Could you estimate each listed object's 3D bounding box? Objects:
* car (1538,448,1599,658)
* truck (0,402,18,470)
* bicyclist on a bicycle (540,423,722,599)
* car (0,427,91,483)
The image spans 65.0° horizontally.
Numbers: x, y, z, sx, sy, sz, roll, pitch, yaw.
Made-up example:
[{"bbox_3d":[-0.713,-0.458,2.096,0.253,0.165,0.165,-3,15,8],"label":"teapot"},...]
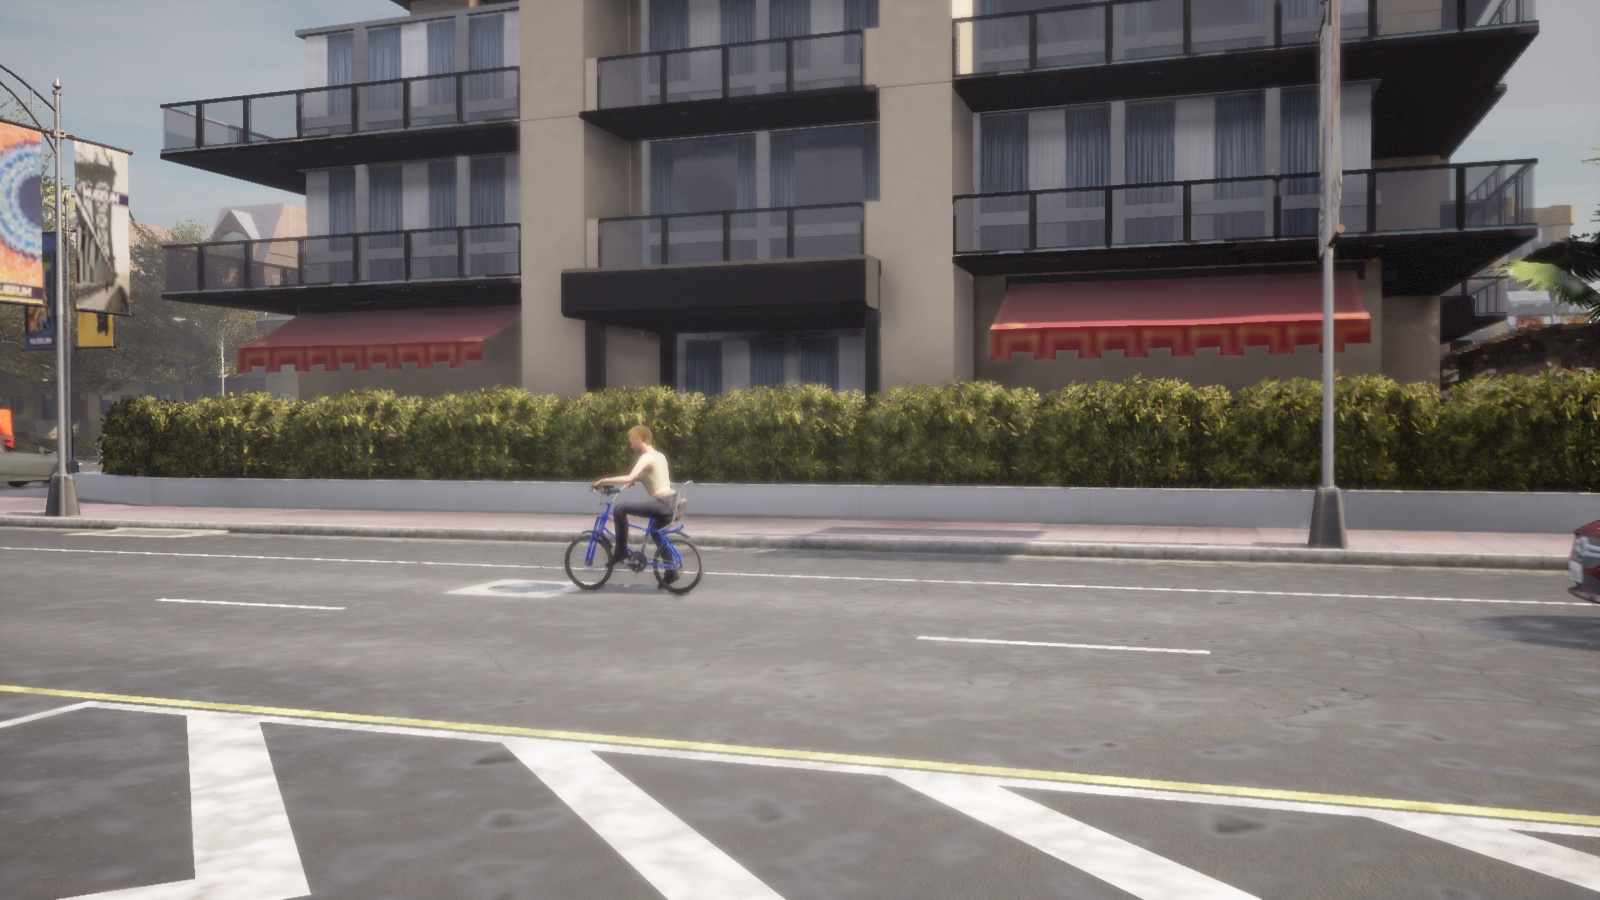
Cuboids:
[{"bbox_3d":[8.099,0.747,8.880,4.674,1.442,1.812,1,1,19],"label":"car"},{"bbox_3d":[-30.673,-0.498,43.897,2.627,2.467,5.204,1,1,18],"label":"truck"},{"bbox_3d":[-1.624,0.547,12.148,1.509,1.612,0.866,1,1,19],"label":"bicyclist on a bicycle"},{"bbox_3d":[-22.519,0.127,35.121,2.007,1.525,4.514,1,1,18],"label":"car"}]
